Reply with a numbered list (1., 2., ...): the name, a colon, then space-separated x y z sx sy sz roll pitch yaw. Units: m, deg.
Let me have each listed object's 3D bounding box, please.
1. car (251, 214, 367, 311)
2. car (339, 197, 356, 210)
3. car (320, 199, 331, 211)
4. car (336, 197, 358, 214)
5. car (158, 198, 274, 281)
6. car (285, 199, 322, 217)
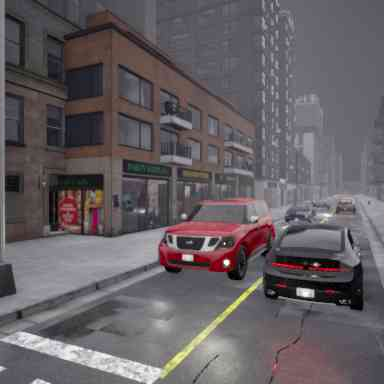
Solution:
1. car: 3.034 1.507 7.974 1.837 1.490 4.892 0 0 26
2. car: 20.699 1.468 44.248 1.882 1.535 5.008 0 0 26
3. car: 15.960 1.518 40.798 1.895 1.301 4.718 0 0 26
4. car: 16.173 1.488 34.852 2.128 1.511 4.902 0 0 27
5. car: 1.102 1.236 10.521 2.150 2.045 5.566 0 0 26
6. car: 8.481 1.560 25.663 2.033 1.411 5.357 0 0 26
